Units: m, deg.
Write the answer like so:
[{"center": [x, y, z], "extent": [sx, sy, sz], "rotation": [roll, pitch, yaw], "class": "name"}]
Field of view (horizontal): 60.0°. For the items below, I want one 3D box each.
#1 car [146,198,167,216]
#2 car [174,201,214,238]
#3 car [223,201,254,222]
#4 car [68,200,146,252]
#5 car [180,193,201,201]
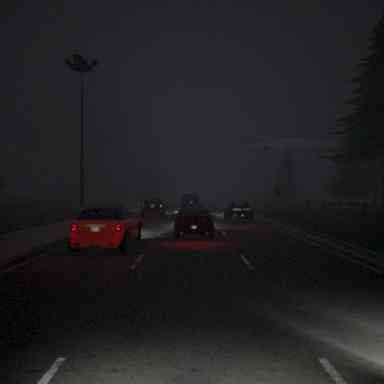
[{"center": [-3.535, 1.305, 31.386], "extent": [2.097, 1.767, 4.553], "rotation": [0, 0, -1], "class": "car"}, {"center": [0.097, 1.451, 17.653], "extent": [1.882, 1.535, 5.008], "rotation": [0, 0, 0], "class": "car"}, {"center": [3.548, 1.453, 25.940], "extent": [2.128, 1.511, 4.902], "rotation": [0, 0, -1], "class": "car"}, {"center": [-3.403, 1.331, 13.826], "extent": [2.097, 1.767, 4.553], "rotation": [0, 0, 0], "class": "car"}, {"center": [-0.141, 1.167, 36.616], "extent": [2.150, 2.045, 5.566], "rotation": [0, 0, -1], "class": "car"}]
